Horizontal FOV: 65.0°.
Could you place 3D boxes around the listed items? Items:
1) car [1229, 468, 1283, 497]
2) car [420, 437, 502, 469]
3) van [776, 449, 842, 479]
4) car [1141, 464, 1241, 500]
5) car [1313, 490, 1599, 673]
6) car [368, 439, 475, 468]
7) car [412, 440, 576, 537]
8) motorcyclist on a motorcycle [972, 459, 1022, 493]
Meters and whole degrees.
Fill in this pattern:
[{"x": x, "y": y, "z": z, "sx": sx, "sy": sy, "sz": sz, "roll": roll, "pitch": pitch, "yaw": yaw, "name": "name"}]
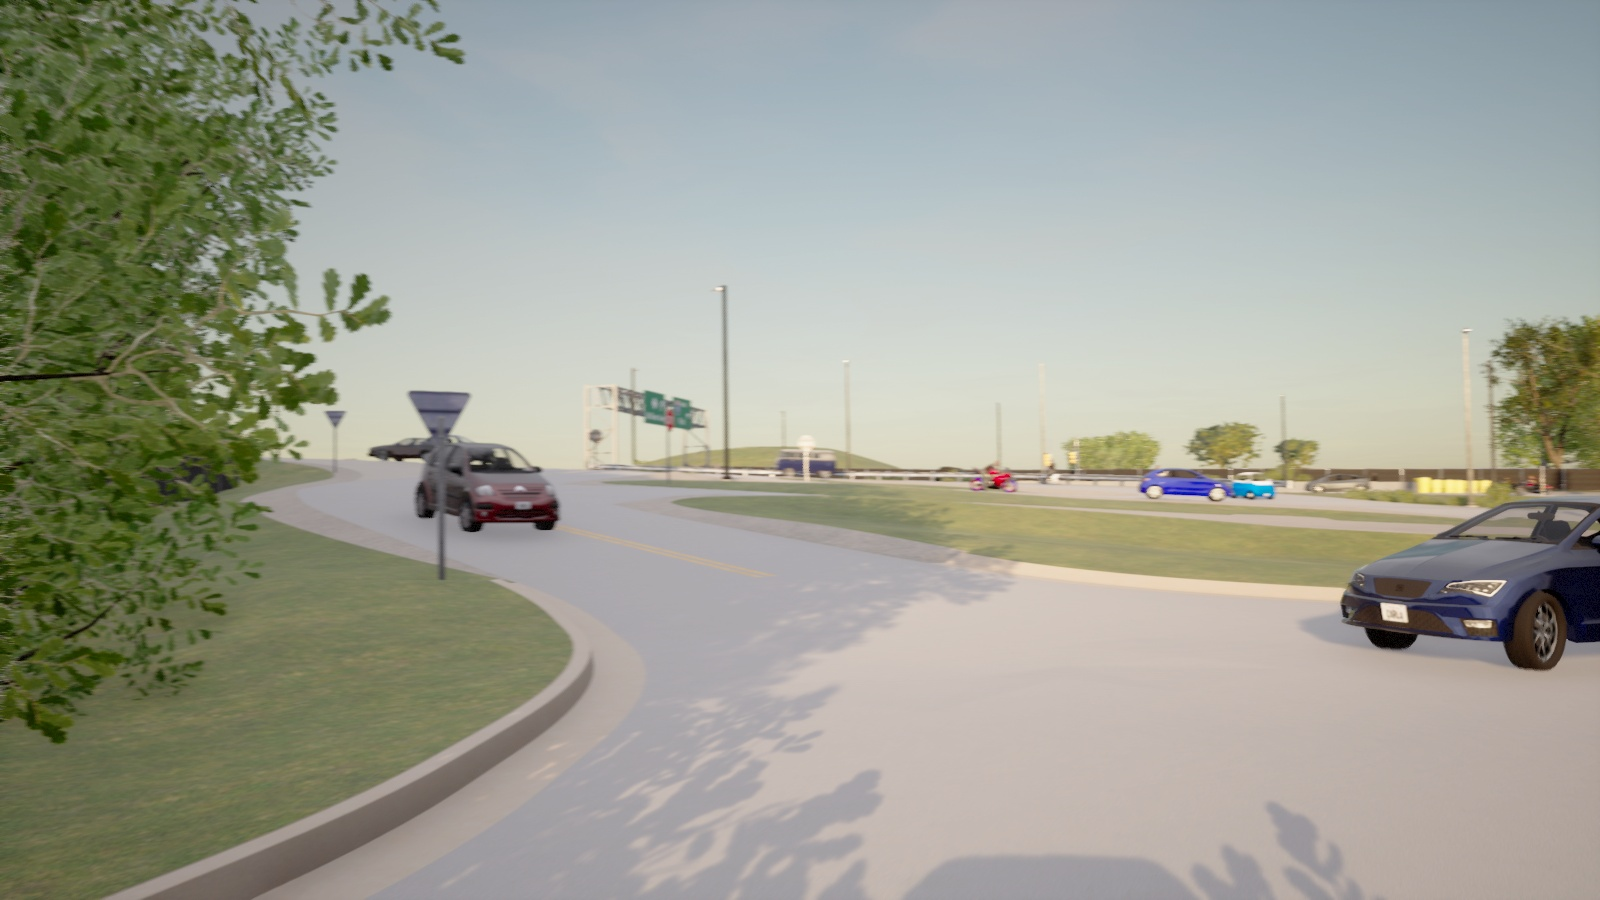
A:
[{"x": 23.112, "y": 1.643, "z": 63.718, "sx": 1.481, "sy": 1.376, "sz": 2.207, "roll": -1, "pitch": 0, "yaw": -22, "name": "car"}, {"x": -17.557, "y": 0.158, "z": 65.074, "sx": 3.633, "sy": 1.501, "sz": 1.845, "roll": 1, "pitch": -2, "yaw": 21, "name": "car"}, {"x": 0.625, "y": 1.006, "z": 88.476, "sx": 4.442, "sy": 1.987, "sz": 1.775, "roll": 1, "pitch": -2, "yaw": -4, "name": "van"}, {"x": 17.860, "y": 1.457, "z": 57.569, "sx": 4.193, "sy": 1.474, "sz": 1.816, "roll": 1, "pitch": -1, "yaw": 12, "name": "car"}, {"x": 7.149, "y": 1.115, "z": 11.785, "sx": 4.193, "sy": 1.474, "sz": 1.816, "roll": 1, "pitch": -2, "yaw": -21, "name": "car"}, {"x": -21.015, "y": 0.204, "z": 69.747, "sx": 5.357, "sy": 1.411, "sz": 2.033, "roll": 1, "pitch": -2, "yaw": 12, "name": "car"}, {"x": -6.166, "y": 0.697, "z": 24.988, "sx": 1.851, "sy": 1.617, "sz": 3.988, "roll": 0, "pitch": 2, "yaw": -34, "name": "car"}, {"x": 9.344, "y": 1.223, "z": 59.571, "sx": 2.191, "sy": 1.530, "sz": 0.866, "roll": 2, "pitch": -1, "yaw": 14, "name": "motorcyclist on a motorcycle"}]
